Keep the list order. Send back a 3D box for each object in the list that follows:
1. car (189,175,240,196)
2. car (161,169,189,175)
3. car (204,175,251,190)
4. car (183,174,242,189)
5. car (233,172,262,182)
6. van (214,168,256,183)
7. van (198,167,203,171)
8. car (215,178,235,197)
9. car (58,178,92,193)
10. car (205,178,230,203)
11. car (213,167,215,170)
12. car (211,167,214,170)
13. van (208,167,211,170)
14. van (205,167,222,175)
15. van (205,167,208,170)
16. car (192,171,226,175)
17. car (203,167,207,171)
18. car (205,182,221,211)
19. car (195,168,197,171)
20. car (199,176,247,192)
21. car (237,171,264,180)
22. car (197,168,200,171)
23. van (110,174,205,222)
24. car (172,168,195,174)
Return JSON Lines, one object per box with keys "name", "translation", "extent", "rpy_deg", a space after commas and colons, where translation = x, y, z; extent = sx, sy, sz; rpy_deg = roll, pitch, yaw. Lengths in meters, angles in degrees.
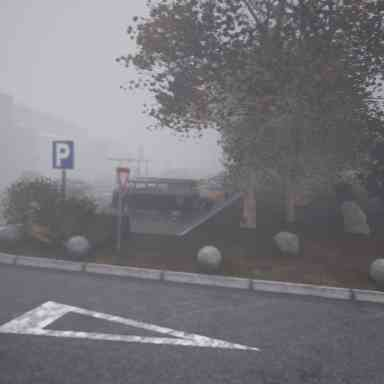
{"name": "car", "translation": [1.116, -0.303, 27.127], "extent": [4.892, 1.521, 2.231], "rpy_deg": [3, 5, 15]}
{"name": "car", "translation": [-2.356, -1.967, 46.199], "extent": [1.882, 1.535, 5.008], "rpy_deg": [3, 5, 16]}
{"name": "car", "translation": [4.030, -1.118, 37.809], "extent": [5.008, 1.535, 2.097], "rpy_deg": [3, 5, 15]}
{"name": "car", "translation": [1.856, -0.508, 29.794], "extent": [5.008, 1.535, 2.097], "rpy_deg": [3, 5, 15]}
{"name": "car", "translation": [9.867, -2.734, 59.171], "extent": [4.892, 1.521, 2.231], "rpy_deg": [3, 5, 15]}
{"name": "van", "translation": [5.609, -1.742, 43.101], "extent": [4.442, 1.987, 1.878], "rpy_deg": [3, 5, 15]}
{"name": "van", "translation": [-0.661, -4.092, 69.775], "extent": [4.442, 1.987, 1.878], "rpy_deg": [3, 5, 15]}
{"name": "car", "translation": [0.421, -0.070, 24.451], "extent": [4.792, 1.488, 2.163], "rpy_deg": [3, 5, 15]}
{"name": "car", "translation": [-8.773, -0.179, 22.869], "extent": [2.128, 1.511, 4.902], "rpy_deg": [3, 5, 15]}
{"name": "car", "translation": [-0.513, 0.092, 21.834], "extent": [5.366, 1.575, 1.946], "rpy_deg": [3, 5, 15]}
{"name": "car", "translation": [2.898, -4.877, 83.320], "extent": [4.674, 1.452, 2.002], "rpy_deg": [3, 5, 15]}
{"name": "car", "translation": [2.192, -4.670, 80.610], "extent": [4.792, 1.488, 2.163], "rpy_deg": [3, 5, 15]}
{"name": "van", "translation": [1.546, -4.711, 77.869], "extent": [4.442, 1.987, 1.878], "rpy_deg": [3, 5, 15]}
{"name": "van", "translation": [5.963, -6.027, 94.051], "extent": [4.442, 1.987, 1.878], "rpy_deg": [3, 5, 15]}
{"name": "van", "translation": [0.586, -4.512, 75.234], "extent": [4.442, 1.987, 1.878], "rpy_deg": [3, 5, 15]}
{"name": "car", "translation": [2.612, -0.835, 32.448], "extent": [4.553, 1.767, 2.185], "rpy_deg": [3, 5, 15]}
{"name": "car", "translation": [-0.048, -4.077, 72.523], "extent": [5.008, 1.535, 2.097], "rpy_deg": [3, 5, 15]}
{"name": "car", "translation": [-1.035, 0.339, 19.109], "extent": [4.792, 1.488, 2.163], "rpy_deg": [3, 5, 15]}
{"name": "car", "translation": [-2.428, -3.475, 64.477], "extent": [5.366, 1.575, 1.946], "rpy_deg": [3, 5, 15]}
{"name": "car", "translation": [3.304, -0.875, 35.141], "extent": [4.674, 1.452, 2.002], "rpy_deg": [3, 5, 15]}
{"name": "car", "translation": [11.322, -3.140, 64.514], "extent": [5.008, 1.535, 2.097], "rpy_deg": [3, 5, 15]}
{"name": "car", "translation": [-1.513, -3.628, 67.129], "extent": [4.674, 1.452, 2.002], "rpy_deg": [3, 5, 15]}
{"name": "van", "translation": [-1.898, 0.282, 16.457], "extent": [4.442, 1.987, 1.878], "rpy_deg": [3, 5, 15]}
{"name": "car", "translation": [-3.006, -3.511, 61.719], "extent": [5.566, 2.045, 2.435], "rpy_deg": [3, 5, 15]}
